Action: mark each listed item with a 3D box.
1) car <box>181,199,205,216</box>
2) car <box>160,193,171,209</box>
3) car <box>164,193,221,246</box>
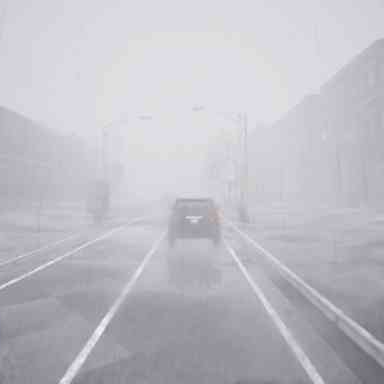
[{"bbox_3d":[0.095,1.479,33.058,2.128,1.511,4.902,0,0,0],"label":"car"},{"bbox_3d":[-3.085,1.145,45.106,2.150,2.045,5.566,0,0,0],"label":"car"},{"bbox_3d":[0.098,1.229,15.447,2.150,2.045,5.566,0,0,0],"label":"car"}]
